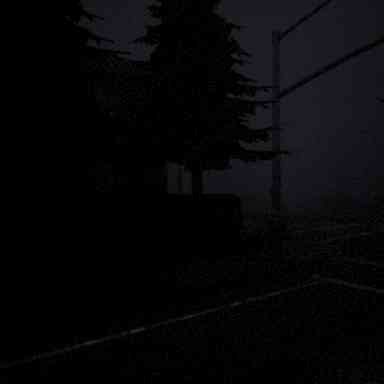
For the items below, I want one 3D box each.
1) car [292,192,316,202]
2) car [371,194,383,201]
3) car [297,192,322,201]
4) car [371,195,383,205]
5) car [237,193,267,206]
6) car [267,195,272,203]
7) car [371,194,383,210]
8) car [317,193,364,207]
[{"bbox_3d":[22.210,0.963,67.170,1.905,1.878,3.866,0,0,-36],"label":"car"},{"bbox_3d":[41.399,1.234,72.214,1.970,1.475,3.806,0,0,-36],"label":"car"},{"bbox_3d":[24.324,0.978,69.206,1.932,1.855,4.605,0,0,-36],"label":"car"},{"bbox_3d":[29.986,1.191,50.466,2.007,1.523,4.514,0,0,-36],"label":"car"},{"bbox_3d":[7.982,1.230,47.801,2.007,1.523,4.514,0,0,-36],"label":"car"},{"bbox_3d":[11.837,1.065,59.680,2.152,1.636,5.027,0,0,-36],"label":"car"},{"bbox_3d":[21.413,1.002,35.446,1.905,1.878,3.866,0,0,-36],"label":"car"},{"bbox_3d":[19.470,1.015,43.749,1.932,1.855,4.605,0,0,-36],"label":"car"}]
